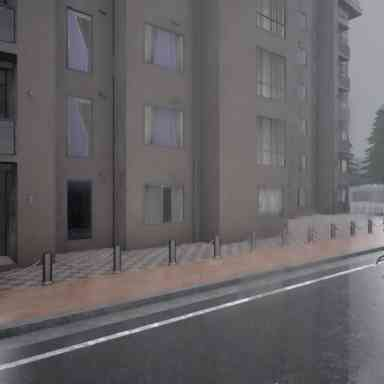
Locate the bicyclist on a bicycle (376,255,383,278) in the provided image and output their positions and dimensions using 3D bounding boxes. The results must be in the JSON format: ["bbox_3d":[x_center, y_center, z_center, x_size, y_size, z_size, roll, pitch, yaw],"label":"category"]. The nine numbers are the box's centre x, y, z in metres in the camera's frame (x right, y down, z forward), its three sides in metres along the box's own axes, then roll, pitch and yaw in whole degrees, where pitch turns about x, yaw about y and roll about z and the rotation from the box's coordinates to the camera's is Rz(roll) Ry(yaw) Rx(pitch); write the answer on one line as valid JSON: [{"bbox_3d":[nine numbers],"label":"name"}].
[{"bbox_3d":[5.330,1.455,8.110,0.582,1.620,1.656,0,-2,-37],"label":"bicyclist on a bicycle"}]
